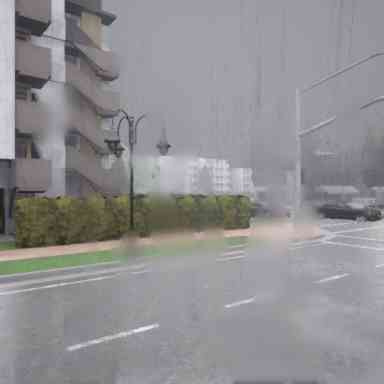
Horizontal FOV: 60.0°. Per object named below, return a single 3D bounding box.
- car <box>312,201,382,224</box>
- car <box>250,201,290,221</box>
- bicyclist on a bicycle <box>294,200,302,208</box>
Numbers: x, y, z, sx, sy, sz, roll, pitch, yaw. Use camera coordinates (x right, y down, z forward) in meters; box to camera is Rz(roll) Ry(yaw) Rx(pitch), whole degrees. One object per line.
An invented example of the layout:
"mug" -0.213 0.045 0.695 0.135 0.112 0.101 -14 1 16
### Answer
"car" 11.706 1.477 25.436 1.882 1.535 5.008 0 0 -40
"car" 5.702 1.504 27.226 1.837 1.490 4.892 0 0 -38
"bicyclist on a bicycle" 13.295 1.299 41.601 1.656 1.620 0.582 0 0 -39
